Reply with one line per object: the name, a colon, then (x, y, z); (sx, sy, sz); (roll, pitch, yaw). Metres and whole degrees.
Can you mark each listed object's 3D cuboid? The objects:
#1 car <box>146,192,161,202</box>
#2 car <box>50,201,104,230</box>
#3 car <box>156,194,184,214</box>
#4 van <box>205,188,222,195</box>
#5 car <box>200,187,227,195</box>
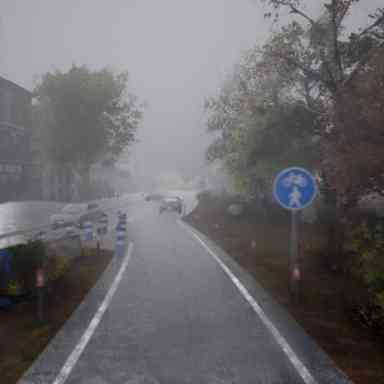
car: (-5.375, 0.722, 47.789); (1.895, 1.301, 4.718); (0, 2, 3)
car: (-6.799, 1.361, 20.180); (1.837, 1.490, 4.892); (0, 2, 4)
car: (-1.765, 1.125, 29.308); (1.812, 1.442, 4.674); (0, 1, 2)
van: (5.964, -0.167, 93.649); (4.442, 1.987, 1.878); (1, 0, -19)
car: (5.695, -0.186, 81.783); (5.566, 2.045, 2.435); (1, 0, -19)
